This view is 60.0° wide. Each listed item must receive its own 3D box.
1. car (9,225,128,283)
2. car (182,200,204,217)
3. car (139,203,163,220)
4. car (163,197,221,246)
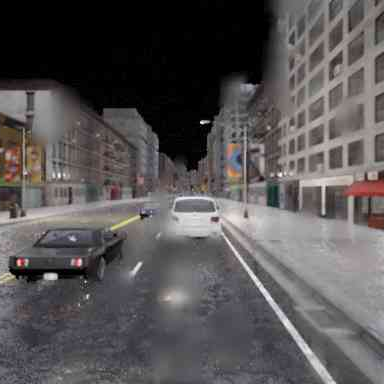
[{"bbox_3d":[-3.146,1.598,9.640,1.895,1.301,4.718,0,0,0],"label":"car"},{"bbox_3d":[0.104,1.543,32.918,2.033,1.411,5.357,0,0,0],"label":"car"},{"bbox_3d":[-3.144,1.596,27.974,1.895,1.301,4.718,0,0,0],"label":"car"},{"bbox_3d":[0.100,1.217,15.259,2.150,2.045,5.566,0,0,0],"label":"car"}]
